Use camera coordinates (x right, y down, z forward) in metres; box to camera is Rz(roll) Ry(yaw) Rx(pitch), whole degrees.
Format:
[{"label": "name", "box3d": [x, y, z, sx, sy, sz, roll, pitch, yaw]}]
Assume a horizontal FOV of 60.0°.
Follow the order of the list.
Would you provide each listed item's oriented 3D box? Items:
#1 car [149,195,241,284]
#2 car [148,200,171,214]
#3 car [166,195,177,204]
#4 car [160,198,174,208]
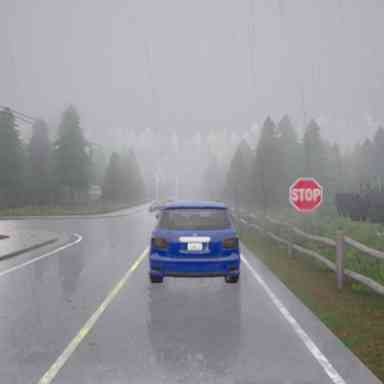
[{"label": "car", "box3d": [0.067, 1.244, 9.746, 2.150, 2.045, 5.566, 0, 0, 0]}, {"label": "car", "box3d": [-3.615, 1.638, 37.435, 1.994, 1.385, 4.181, 0, 0, 2]}, {"label": "car", "box3d": [-4.150, 1.496, 67.227, 2.097, 1.767, 4.553, 0, 0, -1]}, {"label": "car", "box3d": [-3.733, 1.667, 50.234, 1.994, 1.385, 4.181, 0, 0, -1]}]
